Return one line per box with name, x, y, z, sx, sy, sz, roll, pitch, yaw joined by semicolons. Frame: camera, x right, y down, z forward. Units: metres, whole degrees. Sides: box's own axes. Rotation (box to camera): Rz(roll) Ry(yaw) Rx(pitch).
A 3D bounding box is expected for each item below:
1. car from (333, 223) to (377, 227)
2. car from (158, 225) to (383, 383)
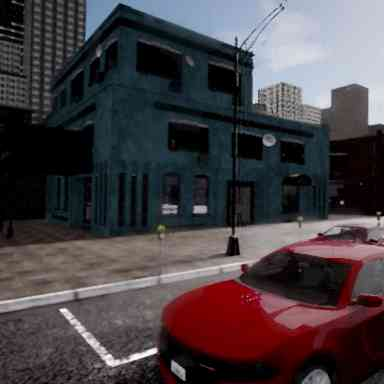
car;4.869;1.623;10.021;4.206;1.307;1.802;0;1;-35
car;1.905;1.495;4.723;5.008;1.535;1.882;0;0;-35
